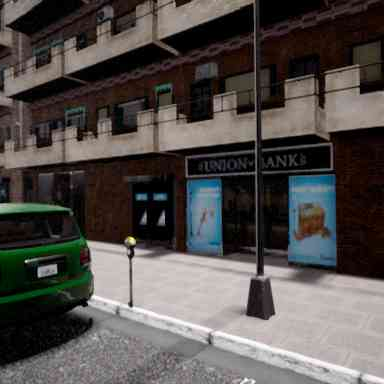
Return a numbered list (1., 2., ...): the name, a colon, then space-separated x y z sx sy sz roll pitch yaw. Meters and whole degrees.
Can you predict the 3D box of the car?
1. car: -4.247 1.225 6.360 5.566 2.045 2.150 0 0 36
